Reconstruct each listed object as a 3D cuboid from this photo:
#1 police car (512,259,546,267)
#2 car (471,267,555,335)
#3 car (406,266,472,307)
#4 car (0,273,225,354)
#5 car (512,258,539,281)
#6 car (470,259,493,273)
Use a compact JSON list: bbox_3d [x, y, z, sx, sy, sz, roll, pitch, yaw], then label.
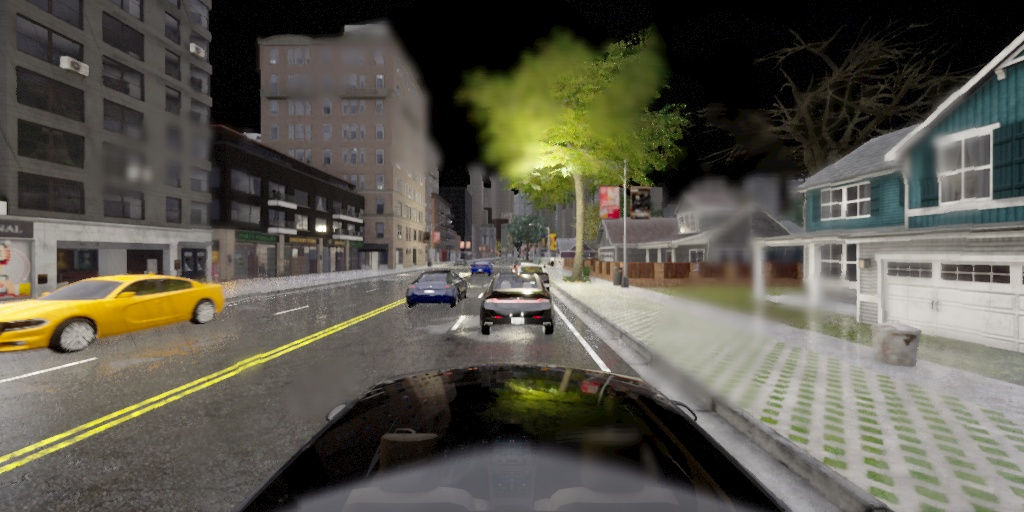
[{"bbox_3d":[1.054,1.156,20.717,1.930,1.638,5.238,0,0,0],"label":"police car"},{"bbox_3d":[0.135,1.234,10.468,2.128,1.511,4.902,0,0,0],"label":"car"},{"bbox_3d":[-3.093,1.301,15.452,1.994,1.385,4.181,0,0,0],"label":"car"},{"bbox_3d":[-9.821,1.222,8.963,1.882,1.535,5.008,0,0,0],"label":"car"},{"bbox_3d":[1.095,1.067,30.577,2.097,1.767,4.553,0,0,0],"label":"car"},{"bbox_3d":[-3.005,1.185,36.552,1.882,1.535,5.008,0,0,0],"label":"car"}]
